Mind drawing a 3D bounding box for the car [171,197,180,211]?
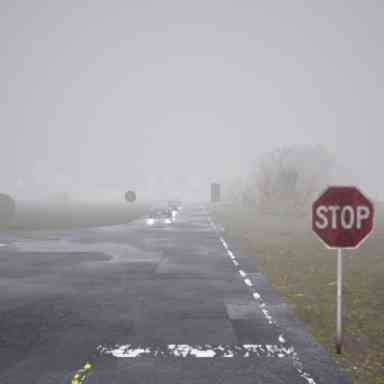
[{"bbox_3d":[-2.762,1.579,40.488,1.994,1.385,4.181,0,0,-1],"label":"car"}]

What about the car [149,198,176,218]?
[{"bbox_3d":[-2.773,1.533,30.529,1.812,1.442,4.674,0,0,0],"label":"car"}]

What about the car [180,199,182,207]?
[{"bbox_3d":[-2.697,1.508,53.224,1.882,1.535,5.008,0,0,0],"label":"car"}]
